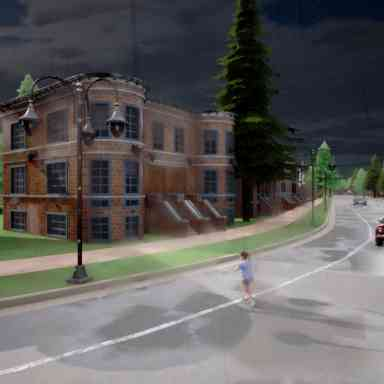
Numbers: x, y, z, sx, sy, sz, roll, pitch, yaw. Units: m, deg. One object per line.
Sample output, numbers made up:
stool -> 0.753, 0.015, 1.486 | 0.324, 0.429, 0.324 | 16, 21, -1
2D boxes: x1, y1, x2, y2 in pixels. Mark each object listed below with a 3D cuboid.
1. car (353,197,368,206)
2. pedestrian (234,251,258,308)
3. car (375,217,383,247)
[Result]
car -> 26.869, 1.493, 53.211 | 2.128, 1.511, 4.902 | 0, 0, 24
pedestrian -> 1.109, 1.674, 6.600 | 0.500, 1.100, 0.500 | 0, 0, -42
car -> 9.143, 1.600, 14.415 | 1.895, 1.301, 4.718 | 0, 0, 33
